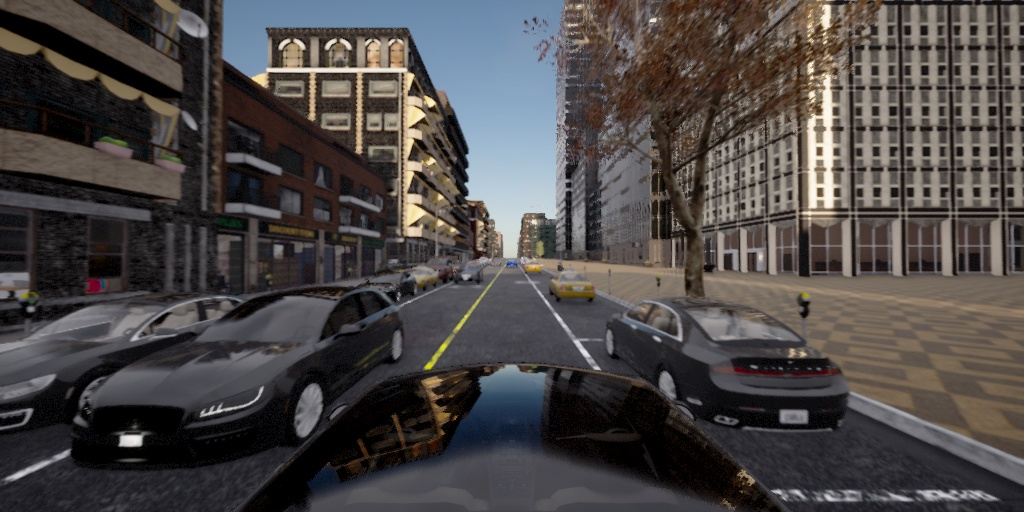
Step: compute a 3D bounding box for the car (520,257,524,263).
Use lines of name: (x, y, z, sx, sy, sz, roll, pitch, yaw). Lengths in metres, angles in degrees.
car: (2.682, 1.213, 61.308, 1.967, 1.591, 4.097, 0, 0, 0)

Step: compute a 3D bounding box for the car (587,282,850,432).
car: (2.690, 1.301, 5.612, 2.007, 1.370, 4.403, 0, 0, 0)

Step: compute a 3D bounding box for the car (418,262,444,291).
car: (-5.693, 1.281, 22.150, 1.751, 1.417, 4.829, 0, 0, 0)

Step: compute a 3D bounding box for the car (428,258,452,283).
car: (-5.693, 1.072, 27.891, 2.192, 1.841, 5.009, 0, 0, 0)

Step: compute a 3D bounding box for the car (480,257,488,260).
car: (-5.699, 1.339, 61.308, 1.948, 1.339, 4.313, 0, 0, 0)

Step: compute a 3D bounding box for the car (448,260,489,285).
car: (-3.100, 1.248, 26.591, 2.128, 1.511, 4.902, 0, 0, 0)

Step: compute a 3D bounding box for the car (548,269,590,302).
car: (2.689, 1.279, 16.922, 1.751, 1.417, 4.829, 0, 0, 0)

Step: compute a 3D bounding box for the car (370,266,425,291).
car: (-5.692, 1.319, 16.751, 1.948, 1.339, 4.313, 0, 0, 0)

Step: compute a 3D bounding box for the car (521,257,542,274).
car: (2.344, 1.220, 40.904, 1.801, 1.575, 5.366, 0, 0, 0)

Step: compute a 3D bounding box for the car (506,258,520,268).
car: (-0.008, 1.250, 59.864, 1.882, 1.535, 5.008, 0, 0, 0)

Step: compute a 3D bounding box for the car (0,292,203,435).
car: (-5.691, 1.301, 5.612, 2.007, 1.370, 4.403, 0, 0, 0)

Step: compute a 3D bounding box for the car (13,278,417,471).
car: (-3.055, 1.257, 5.328, 1.837, 1.490, 4.892, 0, 0, 1)

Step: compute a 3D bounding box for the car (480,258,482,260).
car: (-5.697, 1.312, 50.168, 1.888, 1.381, 4.507, 0, 0, 0)
